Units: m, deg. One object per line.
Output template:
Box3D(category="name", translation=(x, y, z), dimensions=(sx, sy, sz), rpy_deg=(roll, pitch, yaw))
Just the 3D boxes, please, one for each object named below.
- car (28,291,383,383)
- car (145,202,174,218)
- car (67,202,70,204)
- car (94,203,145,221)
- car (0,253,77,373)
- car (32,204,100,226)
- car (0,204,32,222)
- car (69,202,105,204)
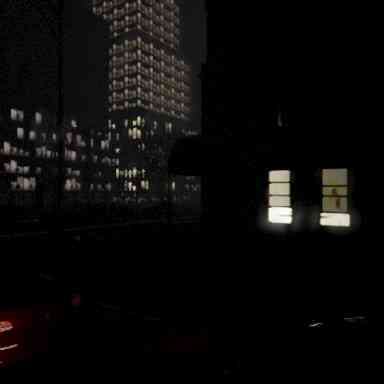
Box3D(category="car", translation=(1.165, 1.545, 2.049), dimensions=(4.507, 1.381, 1.887), rpy_deg=(-1, 0, 35))
Box3D(category="car", translation=(-3.709, 2.030, 35.790), dimensions=(1.802, 1.307, 4.206), rpy_deg=(0, 0, 35))
Box3D(category="car", translation=(-13.311, 1.833, 37.190), dimensions=(1.967, 1.590, 4.097), rpy_deg=(0, 0, 35))
Box3D(category="car", translation=(-6.883, 1.991, 31.322), dimensions=(1.947, 1.339, 4.313), rpy_deg=(0, 0, 35))
Box3D(category="car", translation=(-3.427, 1.644, 5.219), dimensions=(4.206, 1.307, 1.802), rpy_deg=(-1, 0, 35))
Box3D(category="car", translation=(-10.059, 1.953, 26.854), dimensions=(2.008, 1.369, 4.403), rpy_deg=(0, 0, 35))
Box3D(category="car", translation=(-15.857, 1.875, 28.910), dimensions=(1.837, 1.490, 4.892), rpy_deg=(0, 0, 35))
Box3D(category="car", translation=(-10.420, 1.901, 36.553), dimensions=(2.128, 1.511, 4.902), rpy_deg=(0, 0, 36))
